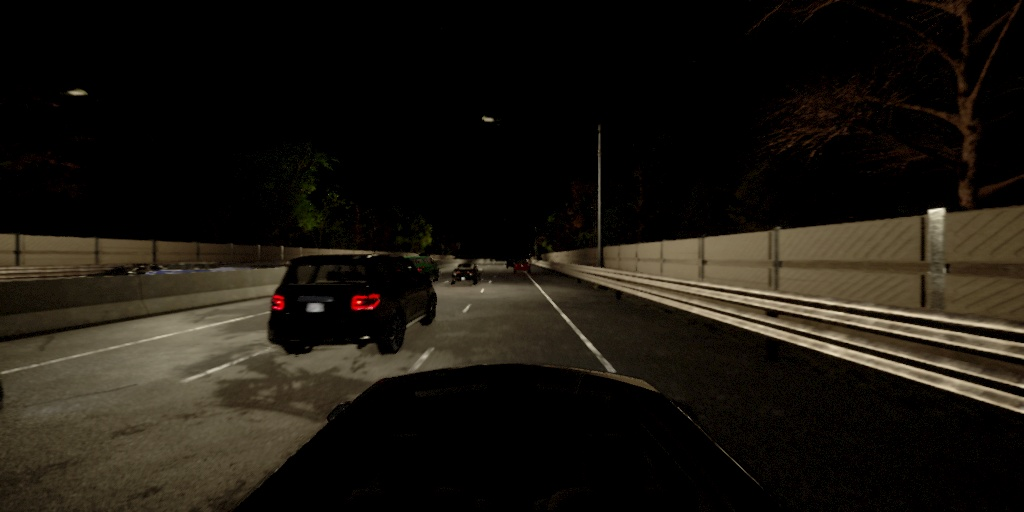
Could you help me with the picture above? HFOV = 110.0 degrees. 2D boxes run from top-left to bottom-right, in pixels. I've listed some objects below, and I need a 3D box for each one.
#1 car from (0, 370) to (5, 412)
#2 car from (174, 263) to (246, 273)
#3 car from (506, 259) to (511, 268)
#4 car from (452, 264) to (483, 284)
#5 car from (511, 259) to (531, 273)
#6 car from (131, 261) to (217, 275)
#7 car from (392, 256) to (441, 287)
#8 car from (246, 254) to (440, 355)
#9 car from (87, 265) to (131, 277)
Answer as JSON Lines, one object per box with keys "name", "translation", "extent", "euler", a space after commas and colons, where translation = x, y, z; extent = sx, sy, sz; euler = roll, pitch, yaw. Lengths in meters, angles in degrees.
{"name": "car", "translation": [-6.900, 1.104, 2.177], "extent": [2.097, 1.767, 4.553], "euler": [0, 0, 0]}
{"name": "car", "translation": [-17.590, 1.346, 22.574], "extent": [2.033, 1.411, 5.357], "euler": [0, 0, 0]}
{"name": "car", "translation": [0.018, 1.284, 63.720], "extent": [2.097, 1.767, 4.553], "euler": [0, 0, 0]}
{"name": "car", "translation": [-3.392, 1.313, 27.297], "extent": [1.837, 1.490, 4.892], "euler": [0, 0, 0]}
{"name": "car", "translation": [1.236, 1.213, 44.958], "extent": [2.097, 1.767, 4.553], "euler": [0, 0, 0]}
{"name": "car", "translation": [-21.084, 1.152, 23.273], "extent": [2.097, 1.767, 4.553], "euler": [0, 0, 0]}
{"name": "car", "translation": [-6.892, 1.028, 26.661], "extent": [2.150, 2.045, 5.566], "euler": [0, 0, 0]}
{"name": "car", "translation": [-3.407, 0.988, 8.852], "extent": [2.150, 2.045, 5.566], "euler": [0, 0, 0]}
{"name": "car", "translation": [-24.583, 1.306, 23.366], "extent": [1.837, 1.490, 4.892], "euler": [0, 0, 0]}
